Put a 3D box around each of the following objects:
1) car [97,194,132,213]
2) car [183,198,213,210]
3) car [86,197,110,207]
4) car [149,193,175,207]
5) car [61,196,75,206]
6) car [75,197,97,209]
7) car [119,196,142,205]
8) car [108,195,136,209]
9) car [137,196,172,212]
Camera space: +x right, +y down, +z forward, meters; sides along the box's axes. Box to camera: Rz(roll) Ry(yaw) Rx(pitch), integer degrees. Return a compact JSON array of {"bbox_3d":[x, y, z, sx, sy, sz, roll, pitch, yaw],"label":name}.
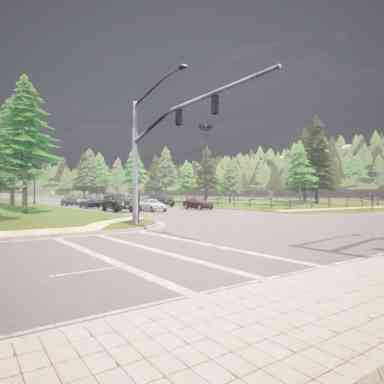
[{"bbox_3d":[-8.506,1.221,37.825,2.150,2.045,5.566,0,0,-36],"label":"car"},{"bbox_3d":[0.750,1.478,42.900,1.882,1.535,5.008,0,0,-35],"label":"car"},{"bbox_3d":[-15.147,1.547,53.353,2.033,1.411,5.357,0,0,-35],"label":"car"},{"bbox_3d":[-4.826,1.221,50.831,2.150,2.045,5.566,0,0,-35],"label":"car"},{"bbox_3d":[-20.054,1.505,54.266,1.837,1.490,4.892,0,0,-35],"label":"car"},{"bbox_3d":[-14.132,1.601,45.813,1.895,1.301,4.718,0,0,-35],"label":"car"},{"bbox_3d":[-11.115,1.548,59.833,2.033,1.411,5.357,0,0,-35],"label":"car"},{"bbox_3d":[-9.691,1.352,45.582,2.097,1.767,4.553,0,0,-35],"label":"car"},{"bbox_3d":[-4.637,1.526,38.424,1.812,1.442,4.674,0,0,-35],"label":"car"}]
